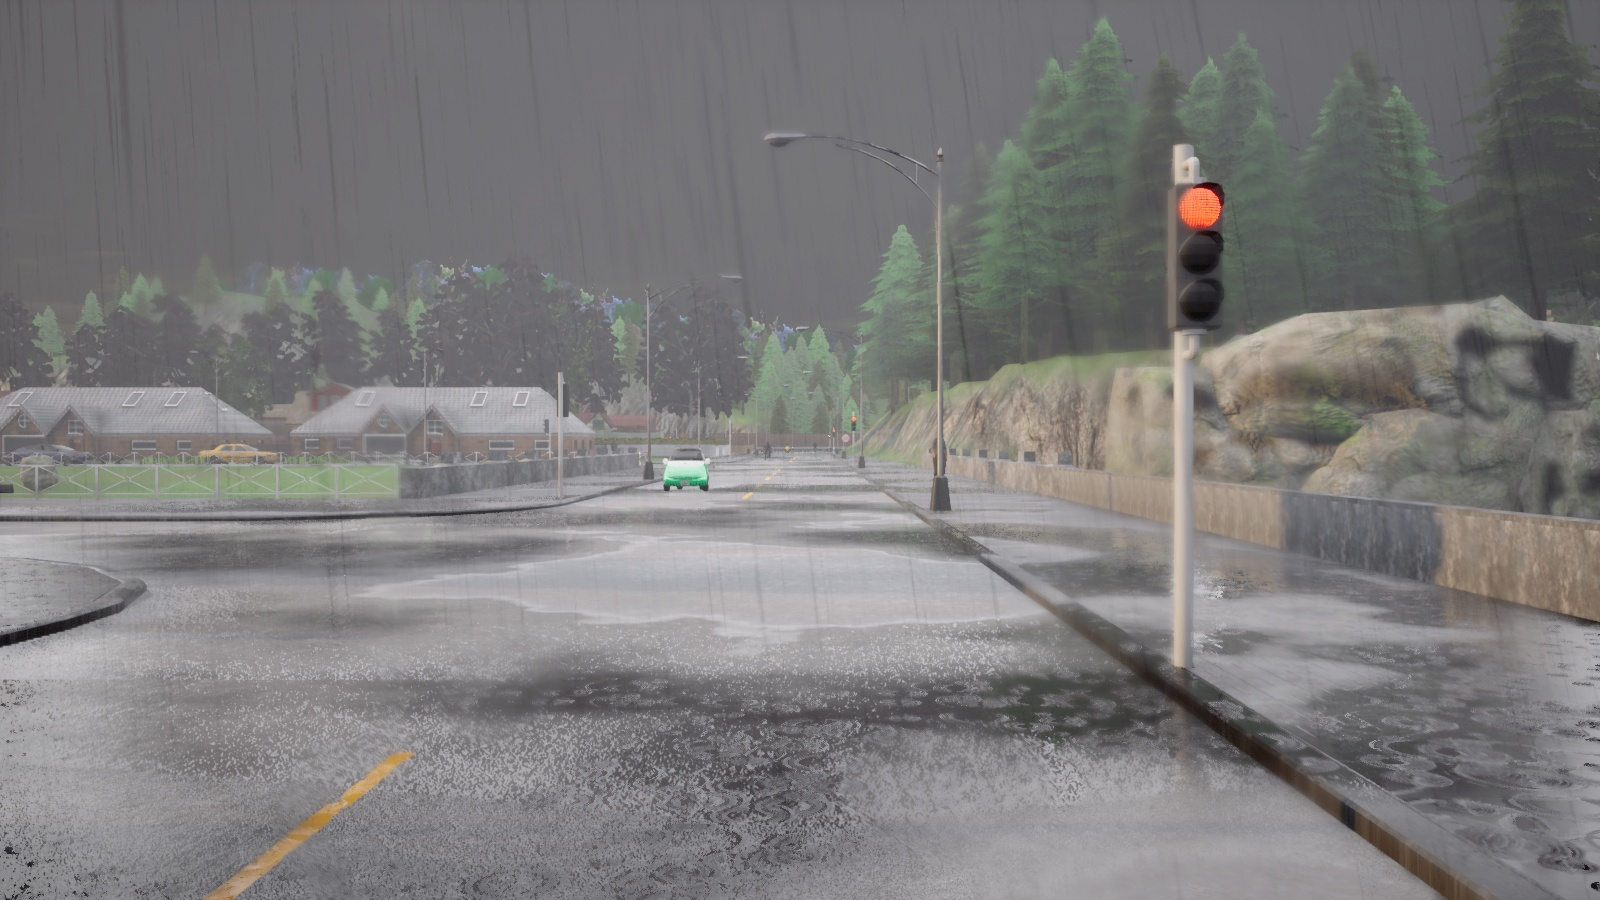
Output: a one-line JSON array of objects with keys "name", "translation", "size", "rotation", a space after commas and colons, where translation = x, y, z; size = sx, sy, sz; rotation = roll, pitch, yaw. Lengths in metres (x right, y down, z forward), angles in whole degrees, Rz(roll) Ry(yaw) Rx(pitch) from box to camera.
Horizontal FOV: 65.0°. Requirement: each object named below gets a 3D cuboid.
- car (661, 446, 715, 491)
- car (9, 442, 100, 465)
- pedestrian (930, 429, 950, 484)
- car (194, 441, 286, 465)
[{"name": "car", "translation": [-3.512, 0.575, 39.511], "size": [1.481, 1.376, 2.207], "rotation": [0, 0, 1]}, {"name": "car", "translation": [-49.853, 0.232, 83.997], "size": [4.792, 1.488, 2.163], "rotation": [0, 0, 1]}, {"name": "pedestrian", "translation": [4.777, 0.219, 42.826], "size": [0.540, 1.848, 0.694], "rotation": [0, 0, -8]}, {"name": "car", "translation": [-37.374, 0.182, 83.848], "size": [5.366, 1.575, 1.801], "rotation": [0, 0, 1]}]
